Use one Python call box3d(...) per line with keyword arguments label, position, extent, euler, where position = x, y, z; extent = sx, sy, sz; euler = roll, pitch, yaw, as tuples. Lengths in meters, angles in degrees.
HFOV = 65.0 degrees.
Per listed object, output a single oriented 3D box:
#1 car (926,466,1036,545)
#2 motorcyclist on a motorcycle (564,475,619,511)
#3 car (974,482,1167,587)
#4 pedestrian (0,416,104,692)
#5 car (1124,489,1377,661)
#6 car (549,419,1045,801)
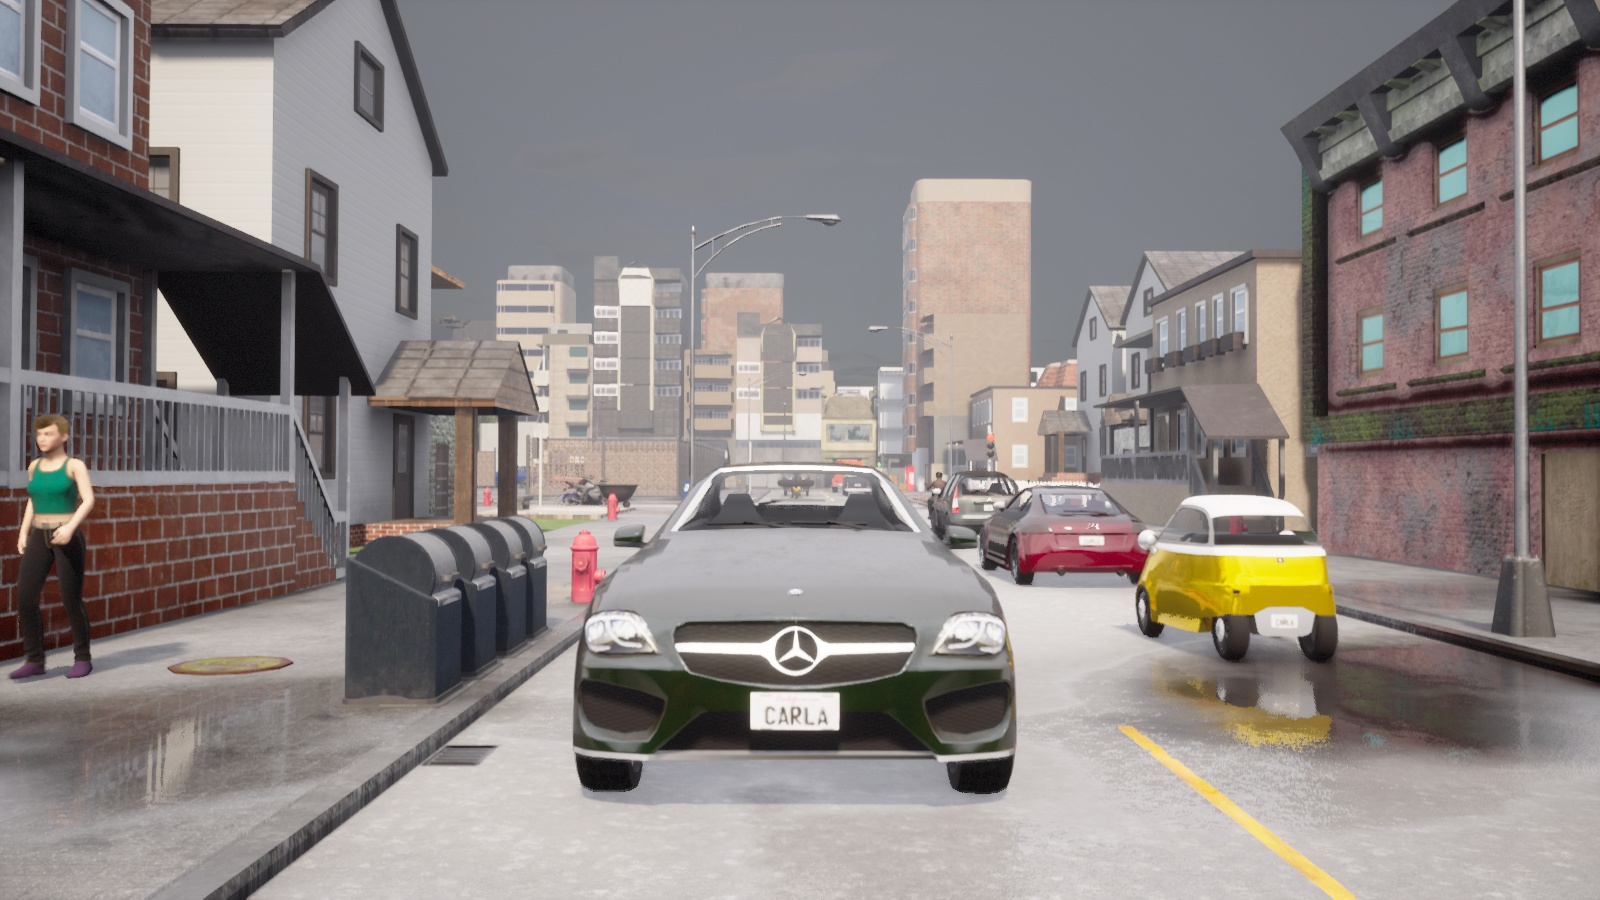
box3d(label="car", position=(3.926, 1.186, 27.886), extent=(1.851, 1.617, 3.988), euler=(0, -1, 0))
box3d(label="motorcyclist on a motorcycle", position=(-8.811, 1.817, 53.226), extent=(2.191, 1.530, 0.866), euler=(0, -1, 0))
box3d(label="car", position=(3.952, 1.198, 19.103), extent=(1.994, 1.385, 4.181), euler=(0, -1, 0))
box3d(label="pedestrian", position=(-5.164, 0.698, 8.672), extent=(0.345, 1.836, 0.594), euler=(0, -1, 5))
box3d(label="car", position=(3.970, 1.055, 11.376), extent=(1.481, 1.376, 2.207), euler=(0, -1, 0))
box3d(label="car", position=(-0.022, 0.734, 7.972), extent=(2.152, 1.651, 5.027), euler=(0, -1, 0))
